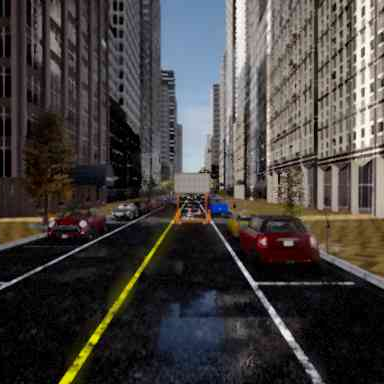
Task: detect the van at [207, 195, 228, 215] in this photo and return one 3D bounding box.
[{"bbox_3d":[2.699,1.387,33.921,1.690,1.788,3.998,-1,0,0],"label":"van"}]

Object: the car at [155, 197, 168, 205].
[{"bbox_3d":[-5.663,1.635,62.343,2.008,1.369,4.403,-1,0,0],"label":"car"}]

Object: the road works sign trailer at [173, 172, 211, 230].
[{"bbox_3d":[0.012,0.493,21.272,2.380,3.560,2.880,0,0,0],"label":"road works sign trailer"}]

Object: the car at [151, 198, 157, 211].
[{"bbox_3d":[-5.676,1.598,39.609,1.887,1.381,4.507,-1,0,0],"label":"car"}]

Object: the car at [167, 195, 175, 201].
[{"bbox_3d":[-5.648,1.561,90.761,1.967,1.590,4.097,-1,0,0],"label":"car"}]

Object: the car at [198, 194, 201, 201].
[{"bbox_3d":[2.724,1.650,73.705,2.008,1.369,4.403,-1,0,0],"label":"car"}]

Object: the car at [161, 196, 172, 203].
[{"bbox_3d":[-5.657,1.650,73.710,2.008,1.369,4.403,-1,0,0],"label":"car"}]

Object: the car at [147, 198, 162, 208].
[{"bbox_3d":[-5.669,1.651,50.976,1.802,1.307,4.206,-1,0,0],"label":"car"}]

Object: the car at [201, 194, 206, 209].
[{"bbox_3d":[2.705,1.376,45.288,2.192,1.841,5.009,-1,0,0],"label":"car"}]

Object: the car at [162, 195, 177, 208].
[{"bbox_3d":[-3.050,1.616,50.742,2.033,1.411,5.357,0,0,0],"label":"car"}]

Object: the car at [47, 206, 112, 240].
[{"bbox_3d":[-5.690,1.463,16.875,1.967,1.590,4.097,-1,0,0],"label":"car"}]

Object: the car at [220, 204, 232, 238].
[{"bbox_3d":[2.692,1.548,17.039,1.752,1.417,4.829,-1,0,0],"label":"car"}]

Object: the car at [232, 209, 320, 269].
[{"bbox_3d":[2.687,1.455,11.186,1.967,1.590,4.097,-1,0,0],"label":"car"}]

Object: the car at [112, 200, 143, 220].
[{"bbox_3d":[-5.683,1.589,28.241,2.008,1.369,4.403,-1,0,0],"label":"car"}]

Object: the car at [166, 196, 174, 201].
[{"bbox_3d":[-5.650,1.696,85.077,1.802,1.307,4.206,-1,0,0],"label":"car"}]

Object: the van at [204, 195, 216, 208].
[{"bbox_3d":[2.709,1.410,50.972,1.690,1.788,3.998,-1,0,0],"label":"van"}]

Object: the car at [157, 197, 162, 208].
[{"bbox_3d":[-5.673,1.612,45.292,2.008,1.369,4.403,-1,0,0],"label":"car"}]

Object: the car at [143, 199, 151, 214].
[{"bbox_3d":[-5.679,1.612,33.925,1.947,1.339,4.313,-1,0,0],"label":"car"}]
